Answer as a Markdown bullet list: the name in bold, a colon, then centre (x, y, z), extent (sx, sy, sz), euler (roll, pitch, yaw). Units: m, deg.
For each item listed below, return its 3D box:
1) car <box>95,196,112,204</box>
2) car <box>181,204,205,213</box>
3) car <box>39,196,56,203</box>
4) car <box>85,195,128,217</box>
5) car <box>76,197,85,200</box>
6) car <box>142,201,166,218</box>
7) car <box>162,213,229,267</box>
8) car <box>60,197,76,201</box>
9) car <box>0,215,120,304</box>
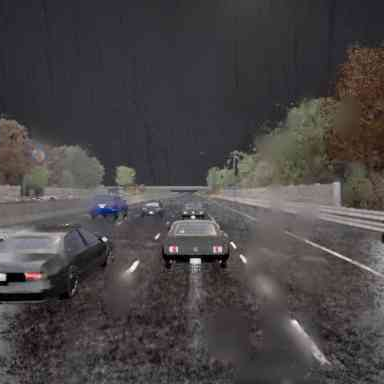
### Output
- **car**: centre (-17.525, 1.588, 66.268), extent (2.128, 1.511, 4.902), euler (0, 0, 0)
- **car**: centre (0.093, 1.619, 27.544), extent (1.895, 1.301, 4.718), euler (0, 0, 0)
- **car**: centre (-28.023, 1.567, 64.748), extent (1.812, 1.442, 4.674), euler (0, 0, 0)
- **car**: centre (-6.912, 1.239, 28.217), extent (2.150, 2.045, 5.566), euler (0, 0, 0)
- **car**: centre (-21.024, 1.659, 66.606), extent (1.895, 1.301, 4.718), euler (0, 0, 0)
- **car**: centre (-3.411, 1.546, 30.078), extent (1.812, 1.442, 4.674), euler (0, 0, 0)
- **car**: centre (0.099, 1.605, 11.336), extent (1.895, 1.301, 4.718), euler (0, 0, 0)
- **car**: centre (-24.524, 1.658, 66.187), extent (1.895, 1.301, 4.718), euler (0, 0, 0)
- **car**: centre (-3.402, 1.550, 8.363), extent (2.033, 1.411, 5.357), euler (0, 0, 0)
